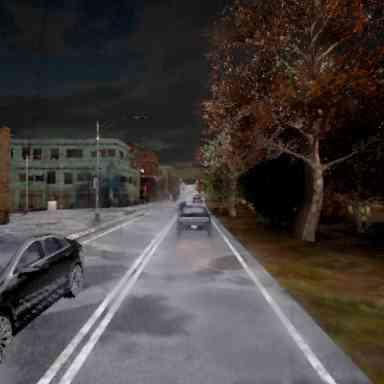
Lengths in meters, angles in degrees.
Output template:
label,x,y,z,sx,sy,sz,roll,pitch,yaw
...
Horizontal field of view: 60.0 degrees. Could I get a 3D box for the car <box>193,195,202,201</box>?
label,x,y,z,sx,sy,sz,roll,pitch,yaw
car,1.444,1.540,88.258,2.097,1.767,4.553,0,0,2

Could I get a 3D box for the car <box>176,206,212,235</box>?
label,x,y,z,sx,sy,sz,roll,pitch,yaw
car,0.113,1.554,19.142,2.128,1.511,4.902,0,0,0

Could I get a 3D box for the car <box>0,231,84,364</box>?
label,x,y,z,sx,sy,sz,roll,pitch,yaw
car,-3.348,1.492,5.673,2.128,1.511,4.902,0,0,0
